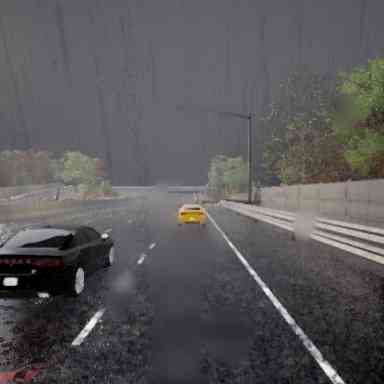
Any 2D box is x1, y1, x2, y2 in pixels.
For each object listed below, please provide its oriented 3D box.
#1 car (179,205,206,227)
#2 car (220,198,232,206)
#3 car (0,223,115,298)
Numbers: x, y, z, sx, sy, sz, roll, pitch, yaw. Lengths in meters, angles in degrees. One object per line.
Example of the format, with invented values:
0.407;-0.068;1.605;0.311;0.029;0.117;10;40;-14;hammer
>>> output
0.014;1.691;24.961;1.882;1.535;5.008;0;-1;0;car
9.237;2.552;86.286;2.150;2.045;5.566;0;-2;27;car
-3.393;1.548;8.707;1.882;1.535;5.008;0;0;0;car
